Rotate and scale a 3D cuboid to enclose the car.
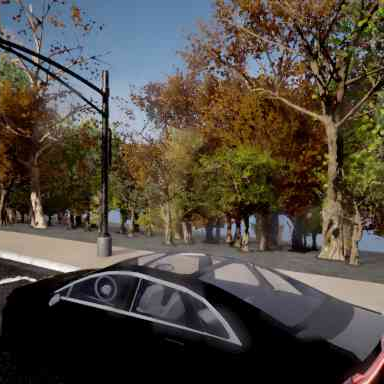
[{"bbox_3d":[-0.395,1.491,3.974,4.902,1.511,2.128,0,0,36],"label":"car"}]
